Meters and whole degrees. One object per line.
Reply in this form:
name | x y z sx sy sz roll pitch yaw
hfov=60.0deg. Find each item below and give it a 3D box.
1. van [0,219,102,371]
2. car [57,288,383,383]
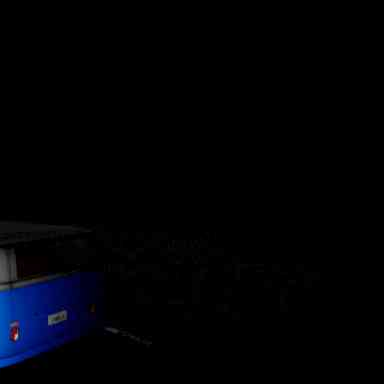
van | -3.189 1.341 5.256 3.998 1.788 1.690 0 0 36
car | 1.369 1.545 1.987 4.507 1.381 1.887 0 0 36
